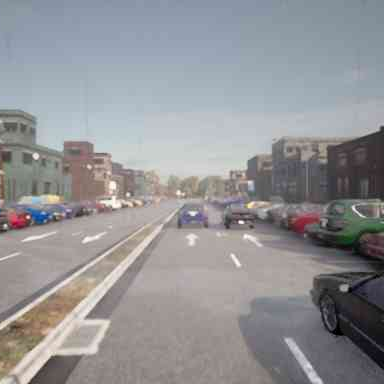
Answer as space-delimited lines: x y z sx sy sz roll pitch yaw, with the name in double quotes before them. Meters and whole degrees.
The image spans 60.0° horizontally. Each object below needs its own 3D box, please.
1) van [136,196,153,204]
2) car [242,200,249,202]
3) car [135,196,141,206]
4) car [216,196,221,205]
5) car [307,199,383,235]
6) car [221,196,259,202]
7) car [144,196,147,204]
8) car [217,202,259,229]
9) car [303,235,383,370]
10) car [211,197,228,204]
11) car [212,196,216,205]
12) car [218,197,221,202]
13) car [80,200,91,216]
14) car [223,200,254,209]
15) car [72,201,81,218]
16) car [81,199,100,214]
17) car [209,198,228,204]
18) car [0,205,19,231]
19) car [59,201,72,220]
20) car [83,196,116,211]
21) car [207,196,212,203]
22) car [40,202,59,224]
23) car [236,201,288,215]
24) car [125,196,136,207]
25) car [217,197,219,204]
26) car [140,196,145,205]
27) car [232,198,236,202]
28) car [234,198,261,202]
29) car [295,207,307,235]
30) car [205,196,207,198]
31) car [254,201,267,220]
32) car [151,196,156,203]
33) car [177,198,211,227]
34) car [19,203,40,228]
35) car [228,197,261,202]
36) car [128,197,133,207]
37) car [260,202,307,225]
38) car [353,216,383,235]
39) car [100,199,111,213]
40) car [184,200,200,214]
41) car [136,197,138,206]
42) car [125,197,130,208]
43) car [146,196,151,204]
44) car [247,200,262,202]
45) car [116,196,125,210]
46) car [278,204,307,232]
"van" -12.949 2.187 90.868 4.442 1.987 1.878 0 -1 0
"car" 7.563 1.743 31.825 4.792 1.488 2.163 0 -1 0
"car" -12.769 2.075 62.956 5.008 1.535 2.097 0 -1 0
"car" 7.456 1.995 64.916 4.553 1.767 2.185 0 -1 0
"car" 7.650 1.305 12.528 5.566 2.045 2.435 0 0 0
"car" 7.516 1.645 48.375 5.566 2.045 2.435 0 -1 0
"car" -12.773 2.182 71.410 4.892 1.521 2.231 0 -1 0
"car" 3.065 1.660 23.102 1.837 1.490 4.892 0 0 0
"car" 3.094 1.569 3.705 2.033 1.411 5.357 0 0 0
"car" 7.432 2.307 89.611 4.553 1.767 2.185 0 -1 0
"car" 7.449 1.907 67.675 5.566 2.045 2.435 0 -1 0
"car" 7.510 2.005 56.643 5.008 1.535 2.097 0 -1 0
"car" -12.805 1.756 32.387 4.792 1.488 2.163 0 -1 0
"car" 7.528 2.007 53.885 4.674 1.452 2.002 0 -1 0
"car" -12.774 1.741 29.608 4.674 1.452 2.002 0 -1 0
"car" -12.782 1.755 35.167 4.892 1.521 2.231 0 -1 0
"car" 7.386 2.463 92.367 5.008 1.535 2.097 0 -1 0
"car" -12.775 1.606 18.493 4.892 1.521 2.231 0 0 0
"car" -12.784 1.677 26.955 4.892 1.521 2.231 0 0 0
"car" -12.803 1.717 43.595 4.553 1.767 2.185 0 -1 0
"car" 7.439 2.152 86.978 5.566 2.045 2.435 0 -1 0
"car" -12.773 1.652 24.176 5.008 1.535 2.097 0 0 0
"car" 7.768 1.766 37.346 5.366 1.575 1.946 0 -1 0
"car" -12.951 2.004 57.523 5.366 1.575 1.946 0 -1 0
"car" 7.493 2.124 62.287 4.674 1.452 2.002 0 -1 0
"car" -12.777 2.146 68.631 5.008 1.535 2.097 0 -1 0
"car" 7.602 1.829 40.101 4.792 1.488 2.163 0 -1 0
"car" 7.402 1.738 34.582 5.366 1.575 1.946 0 -1 0
"car" 7.588 1.605 15.285 4.792 1.488 2.163 0 0 0
"car" 7.410 2.244 95.252 5.566 2.045 2.435 0 -1 0
"car" 7.598 1.703 26.348 4.674 1.452 2.002 0 0 0
"car" -12.818 2.381 88.086 4.892 1.521 2.231 0 -1 0
"car" 0.063 1.516 24.141 2.097 1.767 4.553 0 -1 0
"car" -12.809 1.656 21.271 4.792 1.488 2.163 0 0 0
"car" 7.749 1.827 42.860 5.366 1.575 1.946 0 -1 0
"car" -12.737 2.002 54.743 4.792 1.488 2.163 0 -1 0
"car" 7.634 1.668 23.554 4.792 1.488 2.163 0 -1 0
"car" 7.623 1.579 9.769 4.674 1.452 2.002 0 0 0
"car" -12.770 1.851 40.723 4.674 1.452 2.002 0 -1 0
"car" 0.028 1.815 41.706 1.882 1.535 5.008 0 -1 0
"car" -12.793 2.071 60.300 4.792 1.488 2.163 0 -1 0
"car" -12.739 1.968 51.965 4.792 1.488 2.163 0 -1 0
"car" -12.758 1.964 74.192 5.566 2.045 2.435 0 -1 0
"car" 7.567 1.717 29.070 4.792 1.488 2.163 0 -1 0
"car" -12.798 1.622 46.409 5.566 2.045 2.435 0 -1 0
"car" 7.607 1.595 18.041 5.008 1.535 2.097 0 0 0
